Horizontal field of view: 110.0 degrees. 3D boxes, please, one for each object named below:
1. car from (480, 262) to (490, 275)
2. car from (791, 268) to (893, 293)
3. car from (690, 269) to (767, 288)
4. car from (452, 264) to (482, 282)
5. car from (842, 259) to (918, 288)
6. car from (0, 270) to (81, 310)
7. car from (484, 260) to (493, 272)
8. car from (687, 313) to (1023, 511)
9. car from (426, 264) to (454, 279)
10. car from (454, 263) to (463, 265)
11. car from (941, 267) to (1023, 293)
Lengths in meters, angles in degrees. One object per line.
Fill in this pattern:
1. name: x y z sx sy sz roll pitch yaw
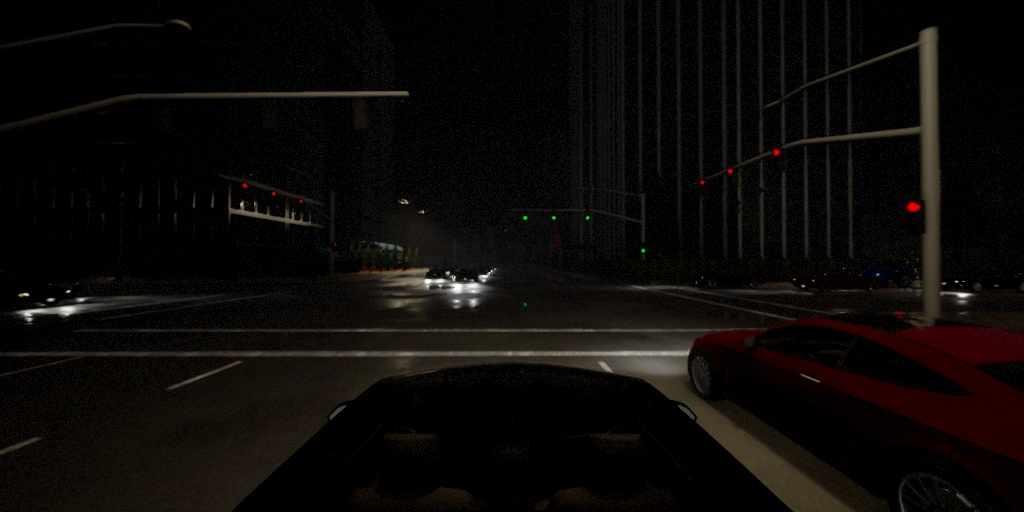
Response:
1. car: -4.406 1.870 48.583 1.895 1.301 4.718 0 -1 -1
2. car: 20.477 1.576 22.546 4.718 1.301 1.895 0 -1 0
3. car: 15.566 1.616 26.012 4.718 1.301 1.895 0 -1 0
4. car: -4.088 1.701 33.278 1.895 1.301 4.718 0 -1 -1
5. car: 25.948 1.231 26.085 5.566 2.045 2.150 0 -1 0
6. car: -21.999 1.451 15.038 5.357 1.411 2.033 0 -1 0
7. car: -4.449 1.847 57.603 1.882 1.535 5.008 0 -1 -1
8. car: 3.581 1.295 3.538 1.812 1.442 4.674 0 -1 0
9. car: -7.772 1.718 38.068 1.994 1.385 4.181 0 -1 -1
10. car: -7.883 1.777 46.838 1.812 1.442 4.674 0 0 -1
11. car: 29.631 1.478 22.605 4.892 1.490 1.837 0 -1 0
